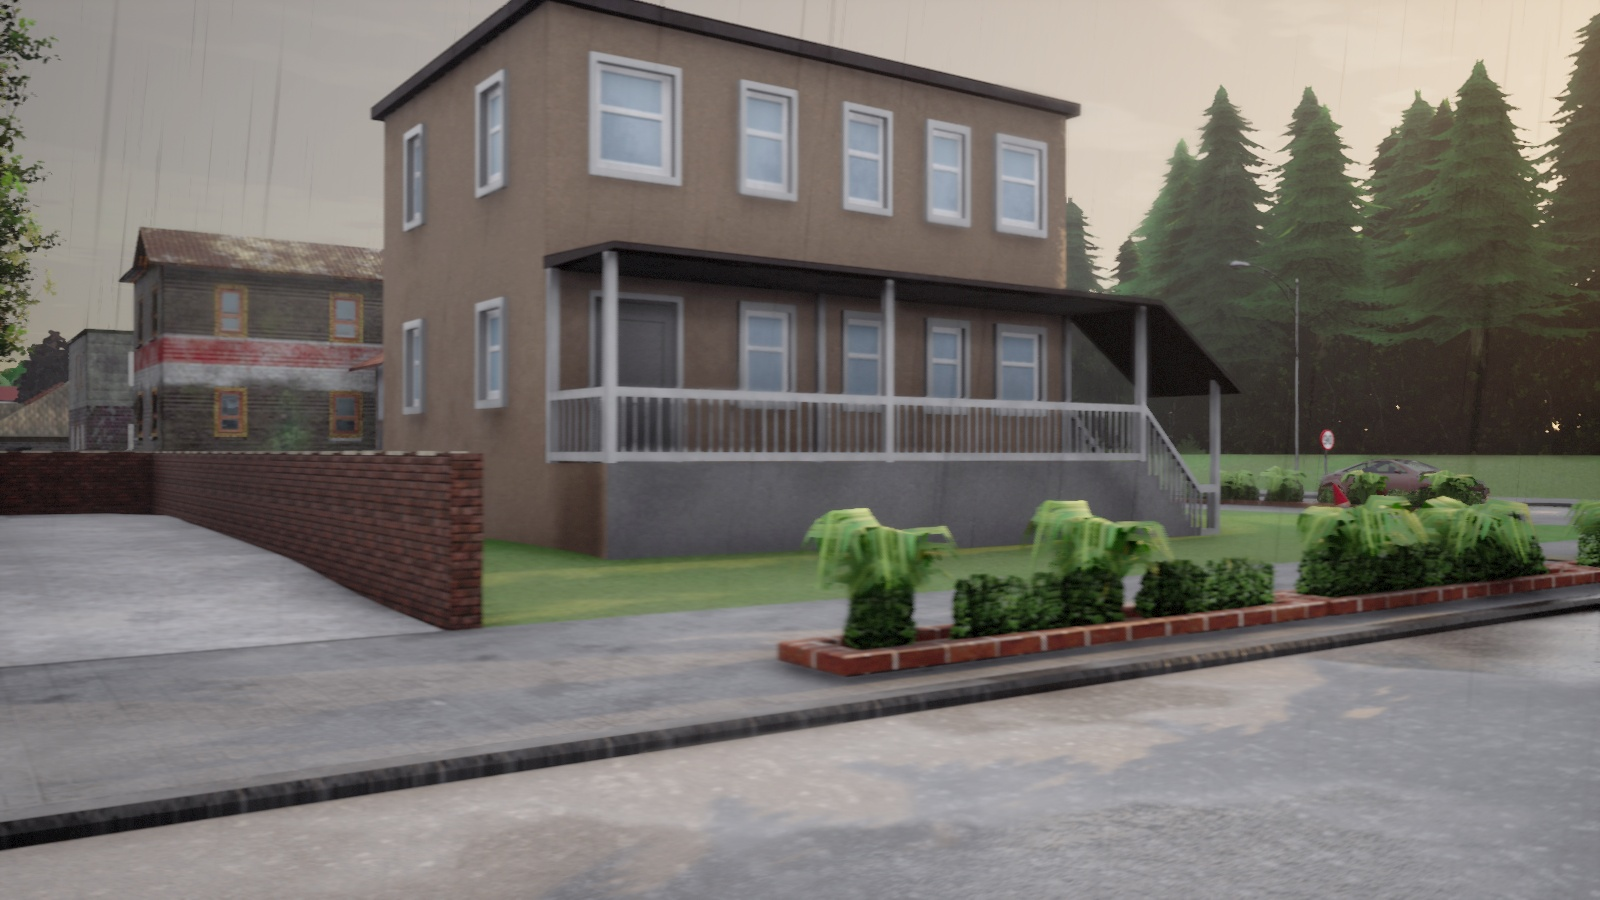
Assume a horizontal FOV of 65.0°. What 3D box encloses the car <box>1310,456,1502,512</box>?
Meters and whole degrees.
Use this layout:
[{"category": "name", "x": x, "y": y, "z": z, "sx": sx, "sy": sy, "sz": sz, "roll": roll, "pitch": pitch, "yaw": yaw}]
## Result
[{"category": "car", "x": 16.083, "y": 0.857, "z": 33.507, "sx": 1.994, "sy": 1.385, "sz": 4.181, "roll": 0, "pitch": 0, "yaw": -35}]
